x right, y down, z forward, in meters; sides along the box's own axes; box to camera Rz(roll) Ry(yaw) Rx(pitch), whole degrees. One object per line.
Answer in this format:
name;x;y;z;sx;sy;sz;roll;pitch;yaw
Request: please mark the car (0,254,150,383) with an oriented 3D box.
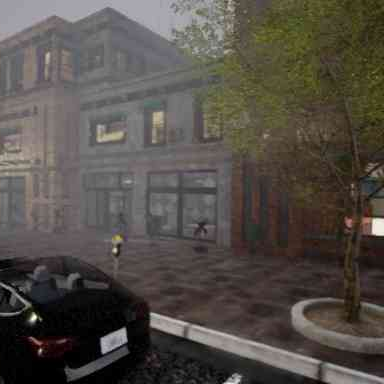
car;-2.495;1.563;4.640;4.313;1.339;1.947;0;1;36
